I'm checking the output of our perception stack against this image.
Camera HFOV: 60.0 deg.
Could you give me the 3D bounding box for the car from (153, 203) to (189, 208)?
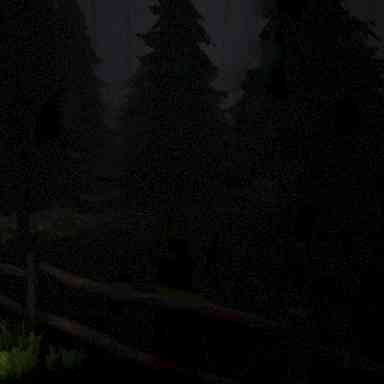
[{"bbox_3d":[-2.342,1.722,36.851,4.181,1.385,1.994,0,0,-13],"label":"car"}]
